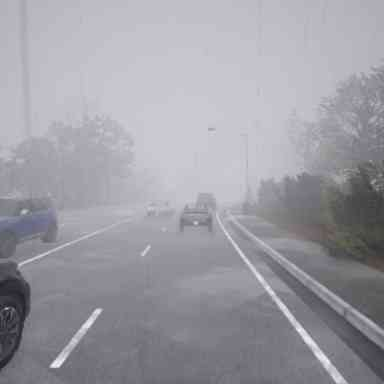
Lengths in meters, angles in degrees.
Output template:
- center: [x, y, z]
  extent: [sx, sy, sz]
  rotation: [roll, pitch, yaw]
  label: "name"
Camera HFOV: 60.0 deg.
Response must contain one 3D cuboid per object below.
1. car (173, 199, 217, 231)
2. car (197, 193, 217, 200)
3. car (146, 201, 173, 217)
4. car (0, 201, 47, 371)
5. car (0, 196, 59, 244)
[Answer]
- center: [0.270, 1.431, 20.150]
  extent: [2.128, 1.511, 4.902]
  rotation: [0, 0, 2]
  label: "car"
- center: [1.867, 1.111, 41.641]
  extent: [2.150, 2.045, 5.566]
  rotation: [0, 0, 8]
  label: "car"
- center: [-2.789, 1.515, 30.293]
  extent: [1.895, 1.301, 4.718]
  rotation: [0, 0, 4]
  label: "car"
- center: [-3.399, 1.211, 2.441]
  extent: [2.150, 2.045, 5.566]
  rotation: [0, 0, 0]
  label: "car"
- center: [-7.058, 1.180, 12.691]
  extent: [2.150, 2.045, 5.566]
  rotation: [0, 0, 1]
  label: "car"
